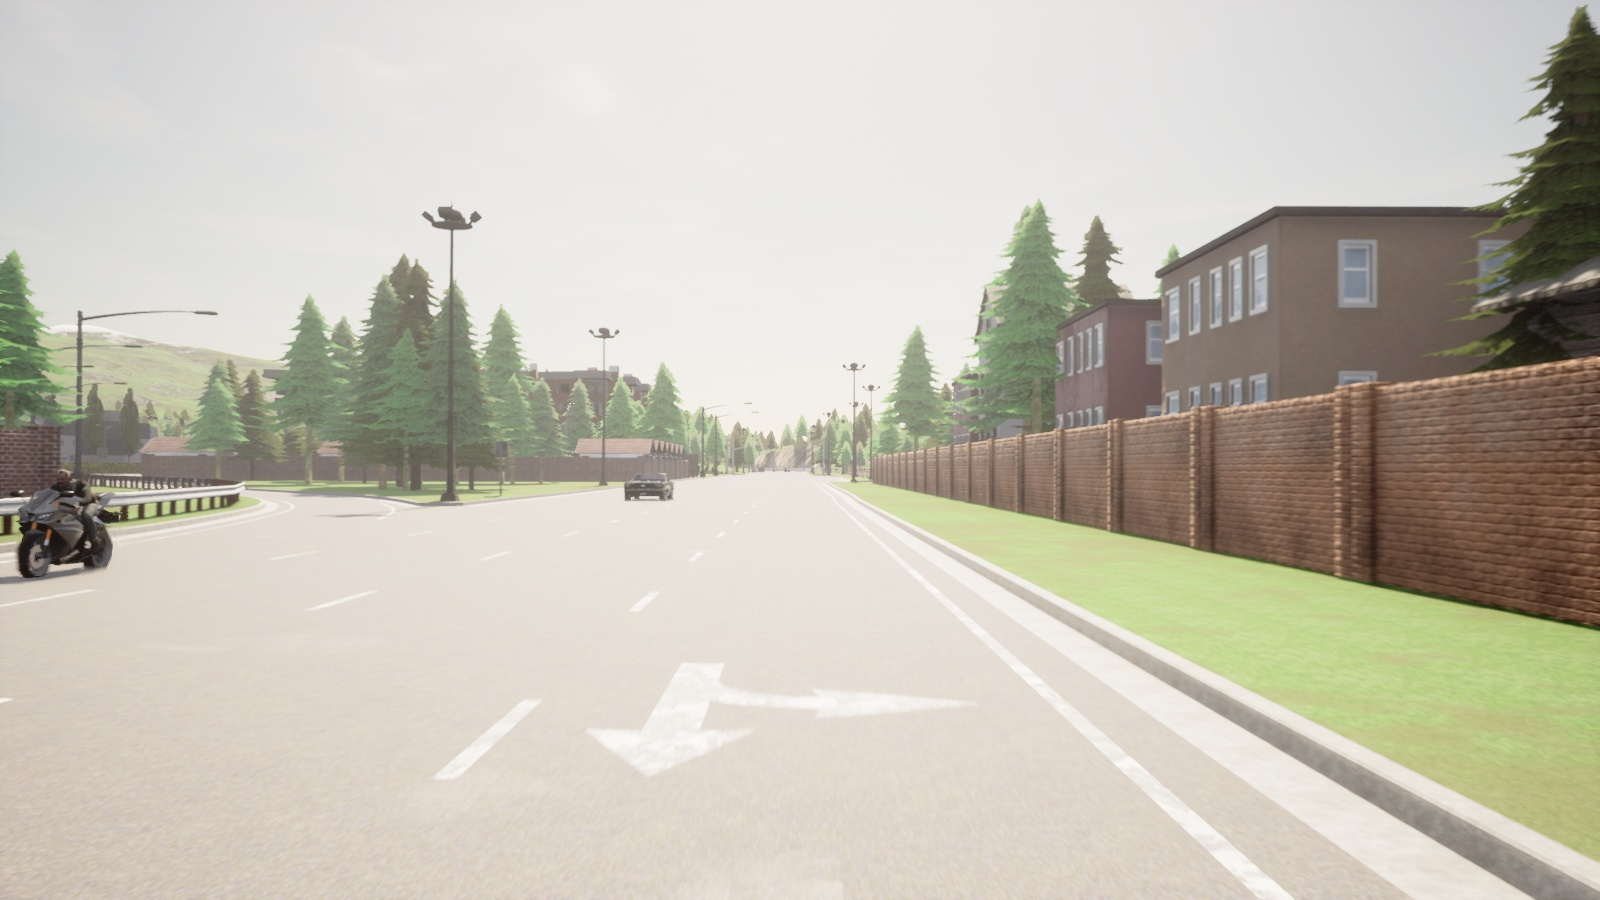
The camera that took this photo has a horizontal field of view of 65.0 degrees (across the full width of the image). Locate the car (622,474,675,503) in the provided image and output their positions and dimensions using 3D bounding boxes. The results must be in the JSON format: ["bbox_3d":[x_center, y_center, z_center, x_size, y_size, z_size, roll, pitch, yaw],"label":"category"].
[{"bbox_3d":[-7.086,1.778,59.137,1.895,1.301,4.718,0,-1,1],"label":"car"}]

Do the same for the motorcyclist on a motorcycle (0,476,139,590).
[{"bbox_3d":[-10.543,1.144,18.098,0.866,1.530,2.191,0,-1,0],"label":"motorcyclist on a motorcycle"}]
